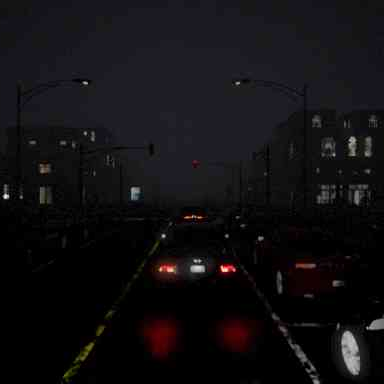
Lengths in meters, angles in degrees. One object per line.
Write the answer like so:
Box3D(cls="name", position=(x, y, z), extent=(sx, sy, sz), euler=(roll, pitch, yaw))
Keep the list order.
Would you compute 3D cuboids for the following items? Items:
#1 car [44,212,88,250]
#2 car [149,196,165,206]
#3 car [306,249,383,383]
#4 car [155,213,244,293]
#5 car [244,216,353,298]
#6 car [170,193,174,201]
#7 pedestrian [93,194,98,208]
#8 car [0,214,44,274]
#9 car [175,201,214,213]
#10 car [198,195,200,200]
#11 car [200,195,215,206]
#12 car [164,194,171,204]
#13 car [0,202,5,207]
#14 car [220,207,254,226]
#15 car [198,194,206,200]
Box3D(cls="car", position=(-5.692, 1.543, 14.025), extent=(2.008, 1.369, 4.403), euler=(0, 0, 0))
Box3D(cls="car", position=(-5.708, 1.553, 52.103), extent=(1.802, 1.307, 4.206), euler=(0, 0, 0))
Box3D(cls="car", position=(2.694, 1.549, 2.627), extent=(2.008, 1.369, 4.403), euler=(0, 0, 0))
Box3D(cls="car", position=(0.097, 1.542, 8.978), extent=(2.033, 1.411, 5.357), euler=(0, 0, 0))
Box3D(cls="car", position=(2.691, 1.540, 8.319), extent=(1.887, 1.381, 4.507), euler=(0, 0, 0))
Box3D(cls="car", position=(-5.717, 1.402, 74.190), extent=(1.967, 1.590, 4.097), euler=(0, 0, 0))
Box3D(cls="pedestrian", position=(-12.569, 1.106, 43.233), extent=(0.375, 1.860, 0.375), euler=(0, -1, 1))
Box3D(cls="car", position=(-5.688, 1.435, 8.332), extent=(1.967, 1.590, 4.097), euler=(0, 0, 0))
Box3D(cls="car", position=(0.092, 1.494, 19.499), extent=(1.837, 1.490, 4.892), euler=(0, 0, 0))
Box3D(cls="car", position=(2.668, 1.548, 63.136), extent=(1.802, 1.307, 4.206), euler=(0, 0, 0))
Box3D(cls="car", position=(2.672, 1.537, 52.093), extent=(1.947, 1.339, 4.313), euler=(0, 0, 0))
Box3D(cls="car", position=(-5.713, 1.517, 63.146), extent=(2.008, 1.369, 4.403), euler=(0, 0, 0))
Box3D(cls="car", position=(-25.468, 1.420, 40.483), extent=(4.829, 1.417, 1.752), euler=(0, -1, 1))
Box3D(cls="car", position=(2.687, 1.540, 19.703), extent=(2.008, 1.369, 4.403), euler=(0, 0, 0))
Box3D(cls="car", position=(2.656, 1.397, 90.746), extent=(1.967, 1.590, 4.097), euler=(0, 0, 0))
